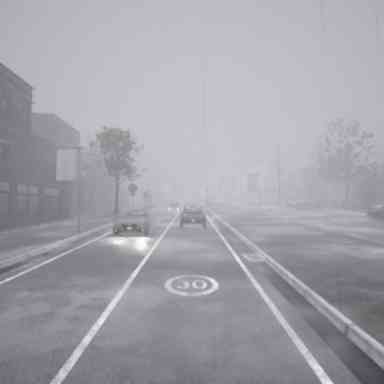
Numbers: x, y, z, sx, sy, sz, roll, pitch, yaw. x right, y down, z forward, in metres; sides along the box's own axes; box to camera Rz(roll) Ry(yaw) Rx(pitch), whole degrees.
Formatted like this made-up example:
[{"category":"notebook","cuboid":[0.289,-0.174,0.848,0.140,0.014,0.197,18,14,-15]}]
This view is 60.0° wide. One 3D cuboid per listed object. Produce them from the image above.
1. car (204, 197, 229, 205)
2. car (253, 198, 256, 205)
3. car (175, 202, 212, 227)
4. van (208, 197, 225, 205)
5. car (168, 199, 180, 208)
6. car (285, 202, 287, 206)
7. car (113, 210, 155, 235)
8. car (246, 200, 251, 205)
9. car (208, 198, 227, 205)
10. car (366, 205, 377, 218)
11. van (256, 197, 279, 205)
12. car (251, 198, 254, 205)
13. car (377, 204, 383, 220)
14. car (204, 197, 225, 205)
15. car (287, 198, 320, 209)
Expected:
[{"category":"car","cuboid":[6.026,2.338,79.707,5.366,1.575,1.946,0,-2,-1]},{"category":"car","cuboid":[18.645,2.401,81.964,5.366,1.575,1.946,0,-2,0]},{"category":"car","cuboid":[0.080,1.726,24.549,2.128,1.511,4.902,0,0,0]},{"category":"van","cuboid":[6.275,2.285,85.669,4.442,1.987,1.878,0,-2,-1]},{"category":"car","cuboid":[-3.335,2.082,61.406,1.837,1.490,4.892,0,0,1]},{"category":"car","cuboid":[18.638,2.038,58.378,4.674,1.452,2.002,0,-1,0]},{"category":"car","cuboid":[-3.365,1.753,19.827,1.994,1.385,4.181,0,-1,0]},{"category":"car","cuboid":[18.357,2.414,90.344,5.566,2.045,2.435,0,-2,-1]},{"category":"car","cuboid":[6.216,2.293,82.629,4.553,1.767,2.185,0,-1,-1]},{"category":"car","cuboid":[18.680,1.785,30.873,4.674,1.452,2.002,0,-1,0]},{"category":"van","cuboid":[18.368,2.105,79.174,4.442,1.987,1.878,0,-2,-1]},{"category":"car","cuboid":[18.622,2.478,84.624,5.366,1.575,1.946,0,-2,-1]},{"category":"car","cuboid":[18.677,1.716,27.598,4.892,1.521,2.231,0,-1,0]},{"category":"car","cuboid":[6.125,2.467,91.857,5.566,2.045,2.435,0,-2,-1]},{"category":"car","cuboid":[18.711,1.842,55.210,4.553,1.767,2.185,0,-1,0]}]
